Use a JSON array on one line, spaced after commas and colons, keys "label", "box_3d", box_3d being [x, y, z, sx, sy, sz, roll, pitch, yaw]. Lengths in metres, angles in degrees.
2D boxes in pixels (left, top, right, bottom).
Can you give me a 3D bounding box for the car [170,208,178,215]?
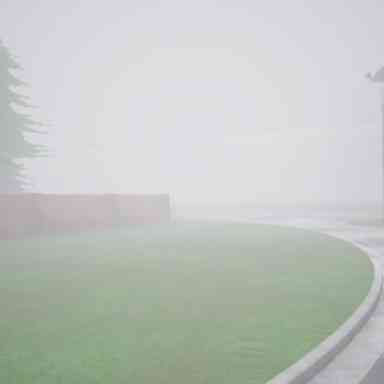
[{"label": "car", "box_3d": [-4.406, 2.269, 39.383, 5.357, 1.411, 2.033, -1, -1, 24]}]
